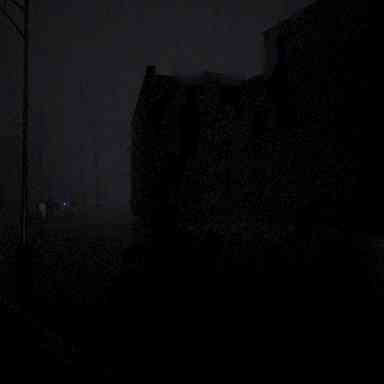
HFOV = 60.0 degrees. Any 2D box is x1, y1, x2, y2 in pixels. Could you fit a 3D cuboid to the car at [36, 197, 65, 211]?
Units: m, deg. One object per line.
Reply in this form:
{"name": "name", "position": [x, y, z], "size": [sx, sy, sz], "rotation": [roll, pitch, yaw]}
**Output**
{"name": "car", "position": [-18.558, 1.633, 42.980], "size": [2.128, 1.511, 4.902], "rotation": [1, 0, -6]}

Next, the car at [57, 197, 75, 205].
{"name": "car", "position": [-24.962, 1.704, 65.913], "size": [2.128, 1.511, 4.902], "rotation": [1, 0, -7]}

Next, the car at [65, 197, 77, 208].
{"name": "car", "position": [-19.902, 1.722, 53.484], "size": [1.812, 1.442, 4.674], "rotation": [1, 0, -7]}
